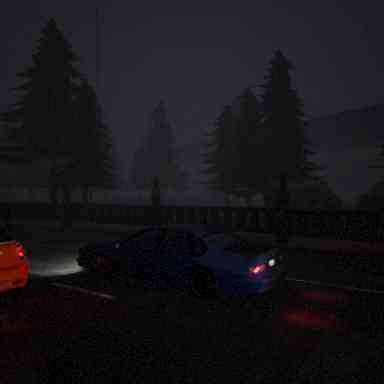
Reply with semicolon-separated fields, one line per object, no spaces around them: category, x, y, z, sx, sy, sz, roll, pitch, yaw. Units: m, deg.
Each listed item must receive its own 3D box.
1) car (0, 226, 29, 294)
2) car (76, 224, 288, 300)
car;-5.748;1.323;7.308;4.553;1.767;2.097;0;0;30
car;-0.457;1.519;8.276;5.357;1.411;2.033;0;0;32
